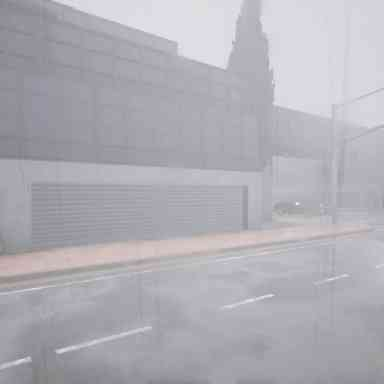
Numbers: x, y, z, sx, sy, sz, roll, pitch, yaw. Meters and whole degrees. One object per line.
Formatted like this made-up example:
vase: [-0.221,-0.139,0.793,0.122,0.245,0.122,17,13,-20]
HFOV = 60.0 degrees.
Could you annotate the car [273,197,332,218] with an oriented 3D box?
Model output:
car: [9.703,1.491,30.360,2.128,1.511,4.902,0,0,-37]

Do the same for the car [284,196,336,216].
car: [11.793,1.352,33.417,2.097,1.767,4.553,0,0,-37]
